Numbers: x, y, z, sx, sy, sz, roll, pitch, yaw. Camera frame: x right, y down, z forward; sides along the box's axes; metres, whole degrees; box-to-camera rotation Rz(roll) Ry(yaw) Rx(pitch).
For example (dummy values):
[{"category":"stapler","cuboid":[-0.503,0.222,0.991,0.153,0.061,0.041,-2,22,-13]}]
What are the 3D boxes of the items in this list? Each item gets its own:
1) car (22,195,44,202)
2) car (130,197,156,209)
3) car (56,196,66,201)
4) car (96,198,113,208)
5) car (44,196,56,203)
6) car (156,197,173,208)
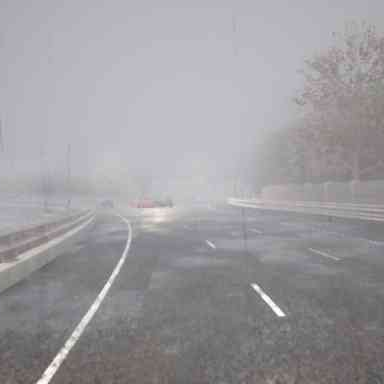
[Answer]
[{"category":"car","cuboid":[-39.387,1.953,82.335,4.892,1.490,1.837,-1,0,37]},{"category":"car","cuboid":[-7.223,1.439,46.984,2.097,1.767,4.553,-1,0,-25]},{"category":"car","cuboid":[-35.477,1.762,88.159,4.553,1.767,2.097,-1,0,37]},{"category":"car","cuboid":[-13.665,1.667,51.860,1.837,1.490,4.892,0,0,-30]},{"category":"car","cuboid":[-37.596,1.990,85.385,4.181,1.385,1.994,-1,0,37]},{"category":"car","cuboid":[-4.379,1.542,49.224,2.128,1.511,4.902,0,0,-26]}]
